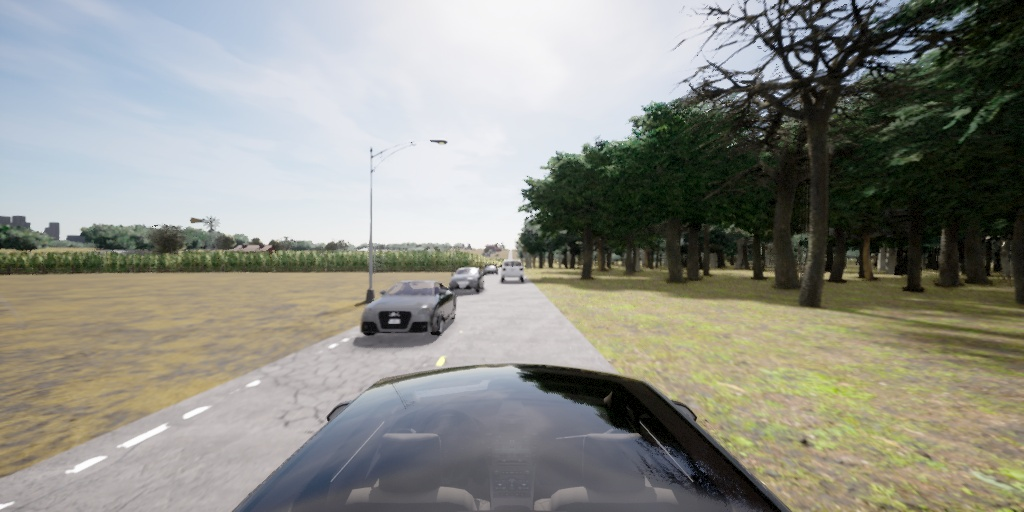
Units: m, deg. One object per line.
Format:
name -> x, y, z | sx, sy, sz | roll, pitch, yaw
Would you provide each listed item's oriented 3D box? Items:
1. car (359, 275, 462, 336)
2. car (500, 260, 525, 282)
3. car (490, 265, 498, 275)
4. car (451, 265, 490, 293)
car -> -2.859, 1.427, 10.725 | 1.994, 1.385, 4.181 | 0, -1, 0
car -> 0.041, 1.417, 34.937 | 2.150, 2.045, 5.566 | 0, -1, -1
car -> -2.926, 1.997, 50.036 | 1.994, 1.385, 4.181 | 0, -1, 0
car -> -2.846, 1.523, 23.409 | 2.128, 1.511, 4.902 | 0, -1, 0
